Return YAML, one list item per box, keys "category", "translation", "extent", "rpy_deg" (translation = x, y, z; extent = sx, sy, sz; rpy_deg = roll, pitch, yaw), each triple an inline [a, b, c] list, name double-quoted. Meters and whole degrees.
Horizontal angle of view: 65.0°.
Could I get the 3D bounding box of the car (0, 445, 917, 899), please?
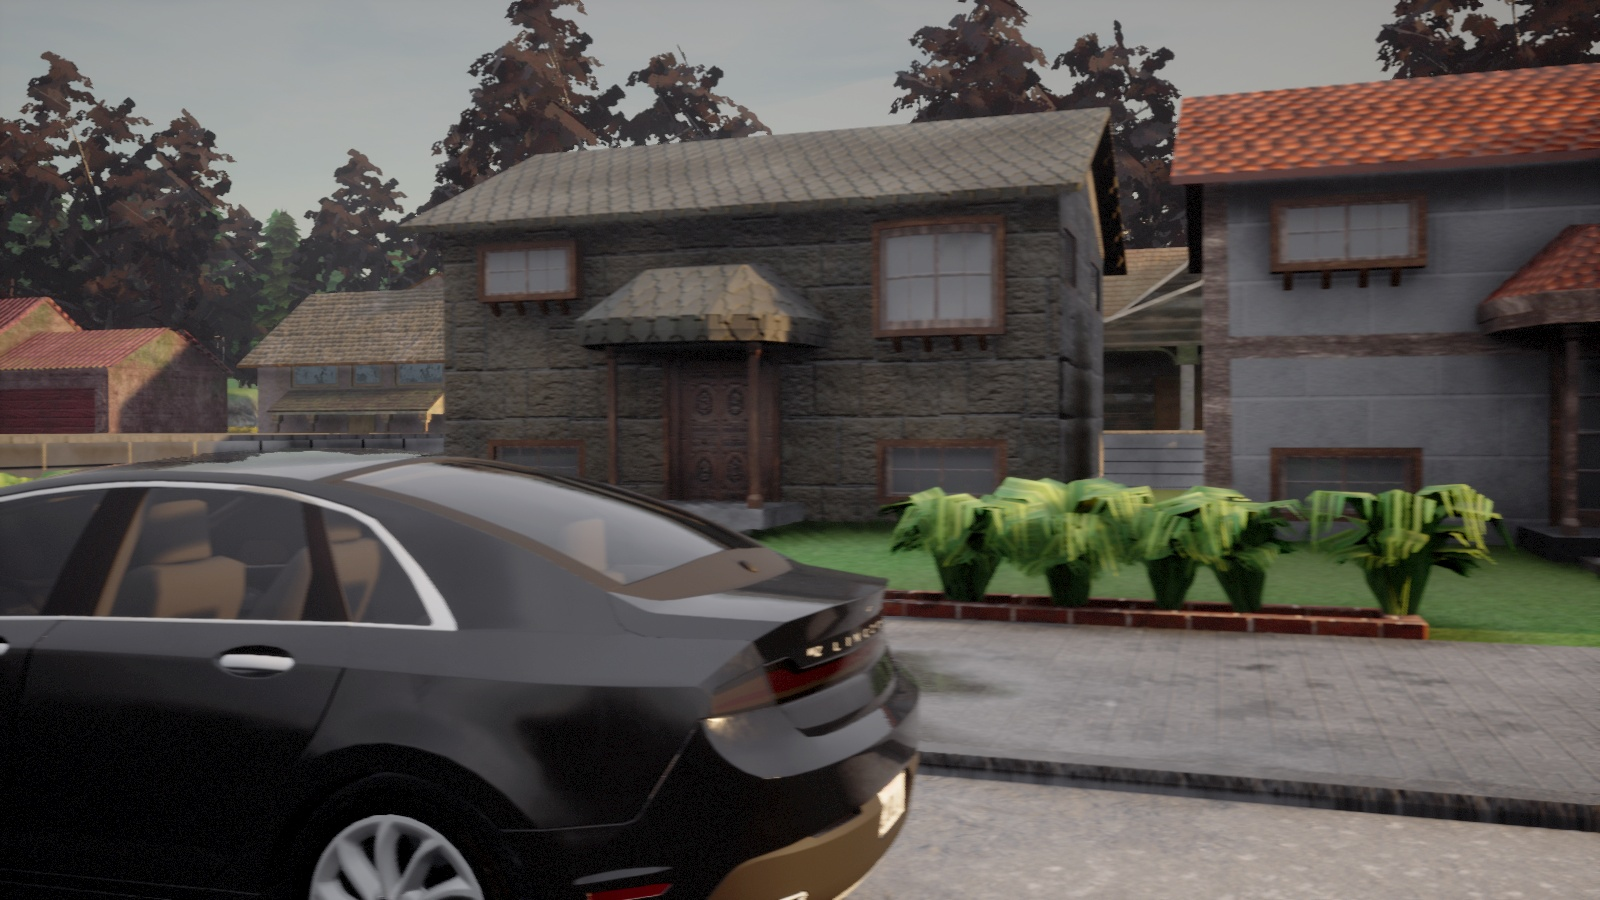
- category: "car"
  translation: [-2.190, 0.752, 4.458]
  extent: [4.892, 1.490, 1.837]
  rpy_deg: [1, 1, 19]
